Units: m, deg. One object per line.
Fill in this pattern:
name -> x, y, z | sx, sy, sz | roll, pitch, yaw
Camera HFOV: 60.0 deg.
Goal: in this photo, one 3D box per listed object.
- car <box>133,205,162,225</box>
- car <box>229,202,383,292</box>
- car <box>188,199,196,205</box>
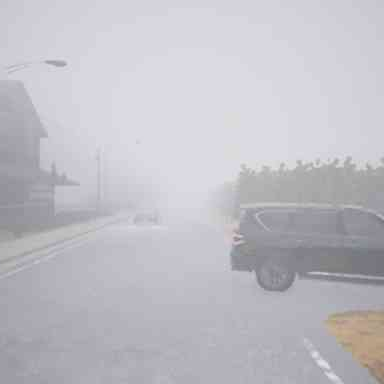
car -> -3.538, 1.827, 27.096 | 1.812, 1.442, 4.674 | 0, -1, 1
car -> 3.694, 1.312, 8.169 | 5.566, 2.045, 2.150 | 0, 1, 19
car -> -0.011, 2.383, 77.471 | 1.812, 1.442, 4.674 | 0, -1, 0
